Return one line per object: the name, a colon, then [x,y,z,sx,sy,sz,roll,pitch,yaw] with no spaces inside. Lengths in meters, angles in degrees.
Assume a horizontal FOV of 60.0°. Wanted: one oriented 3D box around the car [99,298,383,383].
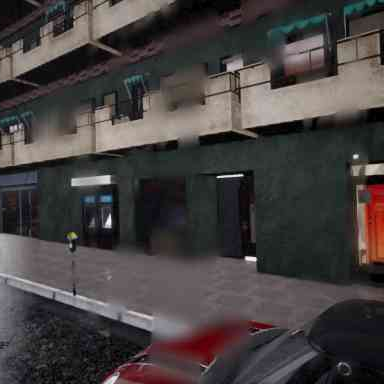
car: [1.116,1.441,1.959,4.097,1.590,1.967,0,-2,36]
